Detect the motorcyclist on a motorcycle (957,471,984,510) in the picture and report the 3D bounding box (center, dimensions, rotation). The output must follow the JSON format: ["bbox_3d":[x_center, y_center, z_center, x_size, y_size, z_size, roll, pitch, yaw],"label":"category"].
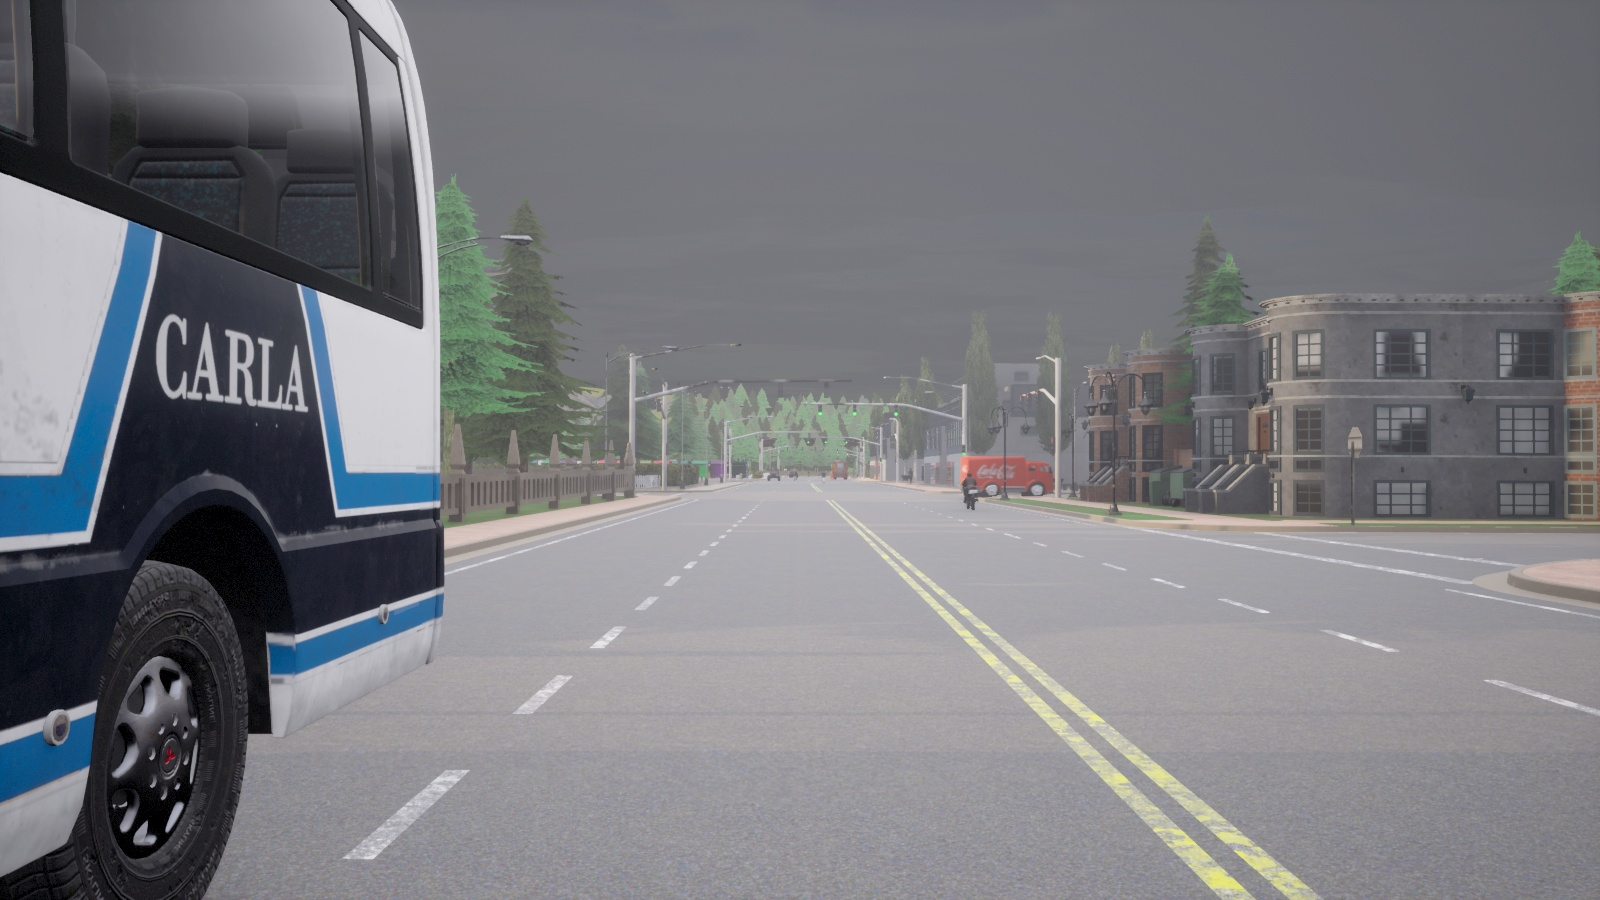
[{"bbox_3d":[6.884,1.621,50.842,0.797,1.523,2.044,0,-1,0],"label":"motorcyclist on a motorcycle"}]

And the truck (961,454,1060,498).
[{"bbox_3d":[12.168,1.502,72.921,5.204,2.467,2.627,0,-1,-4],"label":"truck"}]

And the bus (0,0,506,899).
[{"bbox_3d":[-3.508,-0.523,1.472,3.944,4.253,10.273,0,-1,0],"label":"bus"}]
